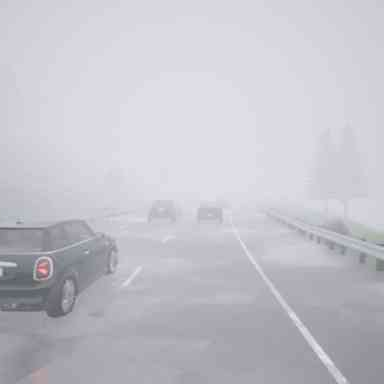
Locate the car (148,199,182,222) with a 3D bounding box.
[{"bbox_3d":[-2.025,1.350,26.107,2.097,1.767,4.553,0,0,5],"label":"car"}]

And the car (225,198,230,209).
[{"bbox_3d":[4.041,1.512,45.394,2.163,1.488,4.792,0,0,10],"label":"car"}]

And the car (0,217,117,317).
[{"bbox_3d":[-3.209,1.348,7.632,2.097,1.767,4.553,0,0,2],"label":"car"}]

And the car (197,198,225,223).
[{"bbox_3d":[1.459,1.481,25.915,1.882,1.535,5.008,0,0,6],"label":"car"}]
